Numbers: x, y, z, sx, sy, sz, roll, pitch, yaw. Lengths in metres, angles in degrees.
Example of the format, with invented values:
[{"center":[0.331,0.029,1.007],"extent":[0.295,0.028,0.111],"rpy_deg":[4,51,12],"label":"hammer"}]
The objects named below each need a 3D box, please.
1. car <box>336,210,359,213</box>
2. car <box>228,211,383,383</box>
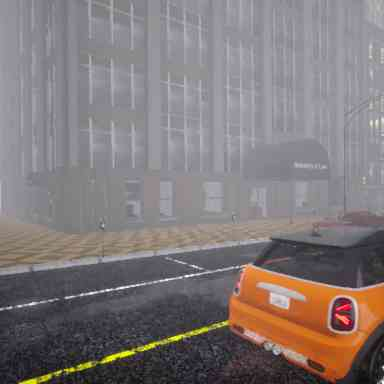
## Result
[{"center":[7.474,1.542,15.764],"extent":[4.507,1.381,1.887],"rpy_deg":[0,-1,-35],"label":"car"},{"center":[2.802,1.351,5.313],"extent":[4.553,1.767,2.097],"rpy_deg":[0,0,-35],"label":"car"}]
